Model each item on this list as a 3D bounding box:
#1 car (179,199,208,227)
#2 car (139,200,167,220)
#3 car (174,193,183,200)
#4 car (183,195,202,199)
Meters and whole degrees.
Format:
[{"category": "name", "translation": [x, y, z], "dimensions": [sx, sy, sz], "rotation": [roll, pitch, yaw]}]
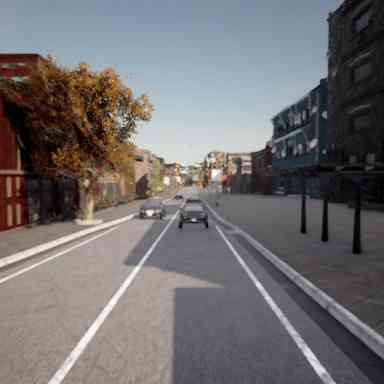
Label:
[{"category": "car", "translation": [0.116, 1.475, 22.266], "dimensions": [1.812, 1.442, 4.674], "rotation": [0, 0, 0]}, {"category": "car", "translation": [-3.159, 1.399, 27.502], "dimensions": [2.128, 1.511, 4.902], "rotation": [0, 1, 1]}, {"category": "car", "translation": [-2.727, 0.963, 68.939], "dimensions": [1.895, 1.301, 4.718], "rotation": [0, 1, 0]}, {"category": "car", "translation": [0.185, 1.210, 42.144], "dimensions": [1.882, 1.535, 5.008], "rotation": [0, 1, 0]}]
